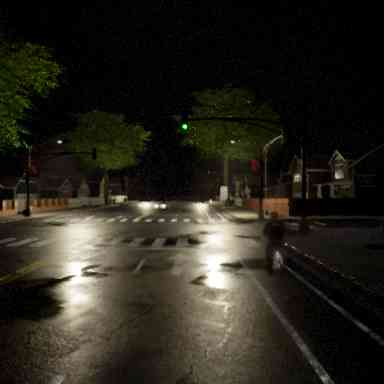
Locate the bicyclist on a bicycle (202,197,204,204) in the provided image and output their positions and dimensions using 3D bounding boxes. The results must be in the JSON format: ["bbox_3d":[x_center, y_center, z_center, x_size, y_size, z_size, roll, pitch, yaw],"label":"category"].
[{"bbox_3d":[2.262,1.743,67.471,0.582,1.620,1.656,0,-1,0],"label":"bicyclist on a bicycle"}]

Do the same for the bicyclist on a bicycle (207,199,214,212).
[{"bbox_3d":[2.277,1.619,39.997,0.866,1.612,1.509,0,0,0],"label":"bicyclist on a bicycle"}]

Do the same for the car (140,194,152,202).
[{"bbox_3d":[-9.737,1.271,70.145,2.097,1.767,4.553,0,0,0],"label":"car"}]

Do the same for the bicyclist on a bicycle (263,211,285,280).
[{"bbox_3d":[2.251,1.415,9.260,0.659,1.776,1.843,0,0,0],"label":"bicyclist on a bicycle"}]

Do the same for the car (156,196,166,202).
[{"bbox_3d":[-6.487,1.511,70.084,1.895,1.301,4.718,0,0,0],"label":"car"}]
